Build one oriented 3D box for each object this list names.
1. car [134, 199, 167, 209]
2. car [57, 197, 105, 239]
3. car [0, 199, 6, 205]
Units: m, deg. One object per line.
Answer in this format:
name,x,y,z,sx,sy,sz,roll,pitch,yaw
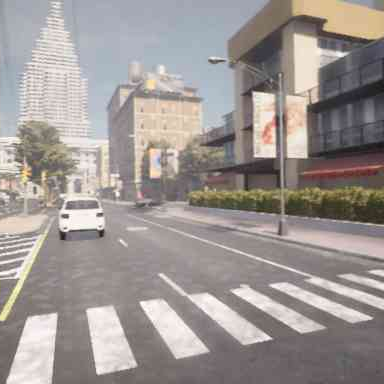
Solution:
car,-5.733,1.656,46.722,4.718,1.301,1.895,-1,0,-45
car,-6.151,1.315,18.392,2.150,2.045,5.566,-1,0,-21
car,-43.961,2.330,76.163,1.895,1.301,4.718,-1,0,-21
